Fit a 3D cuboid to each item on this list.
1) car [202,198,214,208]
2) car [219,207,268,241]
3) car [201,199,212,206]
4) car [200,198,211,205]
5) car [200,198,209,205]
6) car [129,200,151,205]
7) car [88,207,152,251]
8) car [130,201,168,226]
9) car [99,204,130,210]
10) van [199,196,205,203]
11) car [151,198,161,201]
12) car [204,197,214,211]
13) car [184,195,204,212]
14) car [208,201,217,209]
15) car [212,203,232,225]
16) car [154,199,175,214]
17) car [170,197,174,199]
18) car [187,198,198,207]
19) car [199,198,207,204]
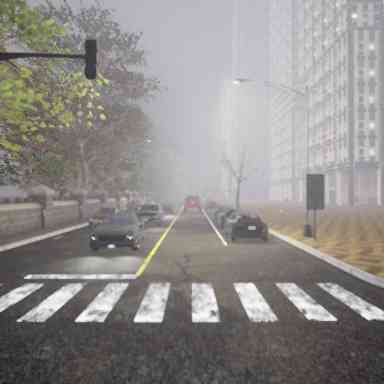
[{"bbox_3d":[2.683,1.788,56.429,1.967,1.590,4.097,0,0,0],"label":"car"},{"bbox_3d":[2.689,1.665,17.003,1.947,1.339,4.313,0,0,0],"label":"car"},{"bbox_3d":[2.681,1.937,62.061,2.008,1.369,4.403,0,0,0],"label":"car"},{"bbox_3d":[2.680,1.975,67.693,2.008,1.369,4.403,0,0,0],"label":"car"},{"bbox_3d":[2.679,2.045,73.325,1.802,1.307,4.206,0,0,0],"label":"car"},{"bbox_3d":[-5.694,1.641,33.900,1.967,1.590,4.097,0,0,0],"label":"car"},{"bbox_3d":[-3.121,1.634,14.906,2.033,1.411,5.357,0,0,-4],"label":"car"},{"bbox_3d":[-3.090,1.651,24.987,1.837,1.490,4.892,0,0,0],"label":"car"},{"bbox_3d":[-5.693,1.714,22.634,1.802,1.307,4.206,0,0,0],"label":"car"},{"bbox_3d":[2.677,1.927,90.224,1.690,1.788,3.998,0,0,0],"label":"van"},{"bbox_3d":[-5.696,1.797,44.994,1.752,1.417,4.829,0,0,0],"label":"car"},{"bbox_3d":[2.685,1.817,45.166,1.887,1.381,4.507,0,0,0],"label":"car"},{"bbox_3d":[0.094,1.473,42.988,2.150,2.045,5.566,0,-1,0],"label":"car"},{"bbox_3d":[2.687,1.732,28.268,1.947,1.339,4.313,0,0,0],"label":"car"},{"bbox_3d":[2.688,1.698,22.635,1.947,1.339,4.313,0,0,0],"label":"car"},{"bbox_3d":[-3.072,1.831,38.487,1.895,1.301,4.718,0,0,0],"label":"car"},{"bbox_3d":[-5.701,2.008,73.324,1.887,1.381,4.507,0,0,0],"label":"car"},{"bbox_3d":[0.082,1.866,58.410,1.837,1.490,4.892,0,0,0],"label":"car"},{"bbox_3d":[2.679,2.085,78.957,1.802,1.307,4.206,0,0,0],"label":"car"}]
